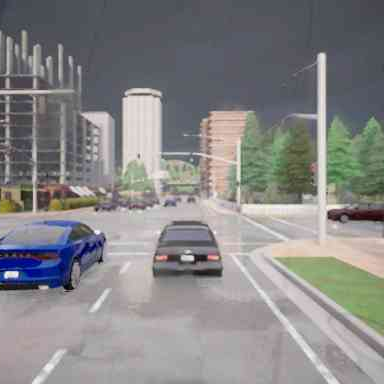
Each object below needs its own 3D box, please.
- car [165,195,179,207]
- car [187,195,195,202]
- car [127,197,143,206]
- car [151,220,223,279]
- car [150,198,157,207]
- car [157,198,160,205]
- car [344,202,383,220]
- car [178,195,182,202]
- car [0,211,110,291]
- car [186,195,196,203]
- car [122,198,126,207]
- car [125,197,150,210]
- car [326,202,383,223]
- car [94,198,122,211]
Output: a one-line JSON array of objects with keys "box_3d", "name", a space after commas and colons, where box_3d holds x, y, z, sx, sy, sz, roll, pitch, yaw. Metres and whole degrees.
[{"box_3d": [-3.527, 1.685, 55.250, 1.812, 1.442, 4.674, 0, 0, 0], "name": "car"}, {"box_3d": [-0.185, 1.561, 82.418, 1.837, 1.490, 4.892, 0, 0, 0], "name": "car"}, {"box_3d": [-10.689, 1.731, 62.305, 2.033, 1.411, 5.357, 0, 0, 1], "name": "car"}, {"box_3d": [-0.159, 1.577, 10.165, 2.033, 1.411, 5.357, 0, 0, -1], "name": "car"}, {"box_3d": [-7.225, 1.719, 52.964, 1.994, 1.385, 4.181, 0, 0, 0], "name": "car"}, {"box_3d": [-7.189, 1.747, 62.920, 1.994, 1.385, 4.181, 0, 0, 1], "name": "car"}, {"box_3d": [15.829, 1.598, 28.644, 4.674, 1.442, 1.812, 0, 0, 1], "name": "car"}, {"box_3d": [-3.685, 1.591, 82.409, 2.097, 1.767, 4.553, 0, 0, 0], "name": "car"}, {"box_3d": [-3.697, 1.506, 9.114, 1.882, 1.535, 5.008, 0, 0, -2], "name": "car"}, {"box_3d": [-0.171, 1.701, 73.198, 1.837, 1.490, 4.892, 0, 0, 0], "name": "car"}, {"box_3d": [-10.729, 1.701, 51.752, 2.033, 1.411, 5.357, 0, 0, 0], "name": "car"}, {"box_3d": [-7.223, 1.695, 44.596, 1.994, 1.385, 4.181, 0, 0, 0], "name": "car"}, {"box_3d": [12.774, 1.542, 25.235, 5.008, 1.535, 1.882, 0, 0, 1], "name": "car"}, {"box_3d": [-10.723, 1.672, 41.707, 2.033, 1.411, 5.357, 0, 0, 0], "name": "car"}]
